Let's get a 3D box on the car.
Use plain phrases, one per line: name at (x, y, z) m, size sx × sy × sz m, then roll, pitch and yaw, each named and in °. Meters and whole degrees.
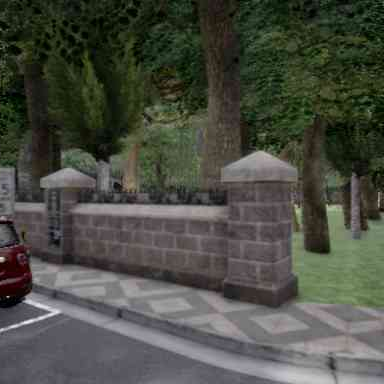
car at (-5.230, 1.360, 6.707) m, size 5.009 × 1.841 × 2.192 m, roll -1°, pitch 0°, yaw 36°
